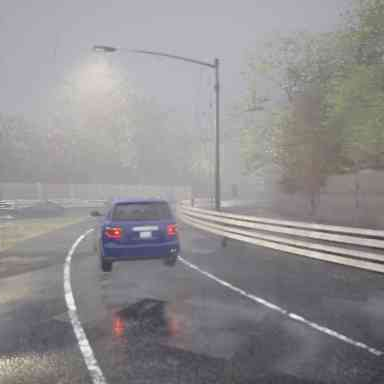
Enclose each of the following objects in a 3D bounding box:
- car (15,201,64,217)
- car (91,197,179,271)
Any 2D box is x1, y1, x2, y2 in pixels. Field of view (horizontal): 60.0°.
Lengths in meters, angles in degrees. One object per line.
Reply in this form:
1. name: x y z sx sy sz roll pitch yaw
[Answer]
1. car: -14.301 1.519 31.257 4.181 1.385 1.994 0 0 -41
2. car: -2.069 1.188 11.116 2.150 2.045 5.566 -1 0 -19
